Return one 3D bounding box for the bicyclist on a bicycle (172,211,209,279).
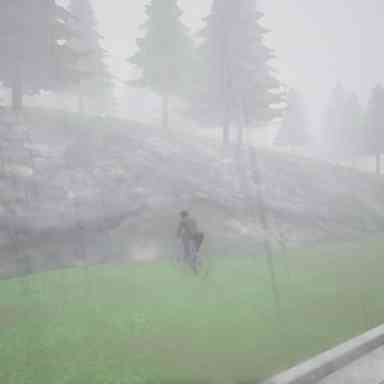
[{"bbox_3d":[-0.086,1.304,8.420,0.582,1.620,1.656,0,-2,-36],"label":"bicyclist on a bicycle"}]
